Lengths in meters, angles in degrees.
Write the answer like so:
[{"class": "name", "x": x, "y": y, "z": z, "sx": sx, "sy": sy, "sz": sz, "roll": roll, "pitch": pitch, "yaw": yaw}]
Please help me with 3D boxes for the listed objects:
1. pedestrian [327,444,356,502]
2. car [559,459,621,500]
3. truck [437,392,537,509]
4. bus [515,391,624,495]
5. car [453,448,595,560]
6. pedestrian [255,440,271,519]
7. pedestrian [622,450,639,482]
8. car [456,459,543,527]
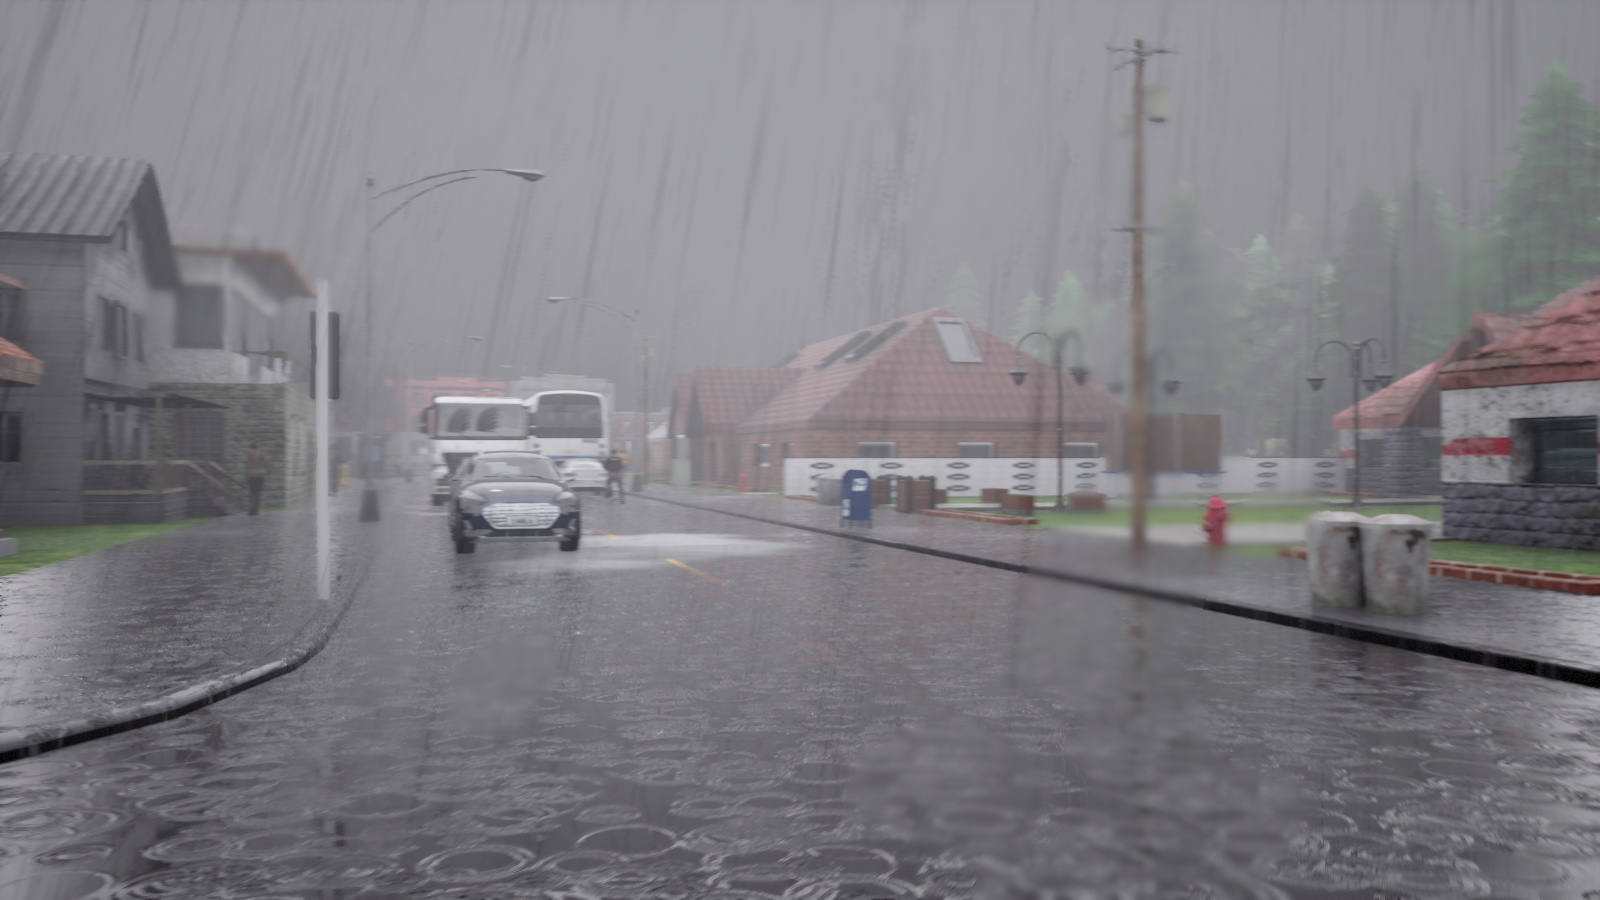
[{"class": "pedestrian", "x": -15.704, "y": 0.772, "z": 43.040, "sx": 0.659, "sy": 1.952, "sz": 0.873, "roll": 0, "pitch": 0, "yaw": 0}, {"class": "car", "x": -7.968, "y": 1.078, "z": 47.409, "sx": 1.812, "sy": 1.442, "sz": 4.674, "roll": 0, "pitch": 0, "yaw": -16}, {"class": "truck", "x": -10.427, "y": 0.047, "z": 41.367, "sx": 2.891, "sy": 3.462, "sz": 7.936, "roll": 0, "pitch": 0, "yaw": -16}, {"class": "bus", "x": -10.625, "y": -0.259, "z": 56.887, "sx": 3.944, "sy": 4.253, "sz": 10.273, "roll": 0, "pitch": 0, "yaw": -16}, {"class": "car", "x": -4.770, "y": 0.819, "z": 21.180, "sx": 2.033, "sy": 1.649, "sz": 4.856, "roll": 0, "pitch": 0, "yaw": -16}, {"class": "pedestrian", "x": -12.672, "y": 0.682, "z": 29.629, "sx": 0.331, "sy": 1.846, "sz": 0.634, "roll": 0, "pitch": 0, "yaw": -21}, {"class": "pedestrian", "x": -9.896, "y": 0.917, "z": 73.243, "sx": 0.874, "sy": 1.855, "sz": 0.900, "roll": 0, "pitch": 0, "yaw": -16}, {"class": "car", "x": -7.300, "y": 0.956, "z": 30.222, "sx": 1.837, "sy": 1.490, "sz": 4.892, "roll": 0, "pitch": 0, "yaw": -16}]
